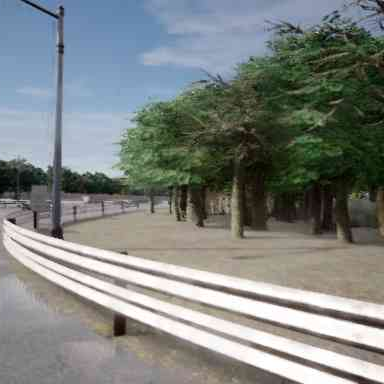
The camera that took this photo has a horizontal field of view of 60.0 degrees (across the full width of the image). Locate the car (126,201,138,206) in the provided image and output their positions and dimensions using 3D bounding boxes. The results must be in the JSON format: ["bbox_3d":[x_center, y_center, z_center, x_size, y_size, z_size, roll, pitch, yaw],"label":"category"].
[{"bbox_3d":[-14.954,3.036,81.881,2.033,1.411,5.357,1,-1,15],"label":"car"}]

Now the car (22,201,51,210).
[{"bbox_3d":[-22.859,2.125,49.085,1.837,1.490,4.892,1,-1,13],"label":"car"}]
